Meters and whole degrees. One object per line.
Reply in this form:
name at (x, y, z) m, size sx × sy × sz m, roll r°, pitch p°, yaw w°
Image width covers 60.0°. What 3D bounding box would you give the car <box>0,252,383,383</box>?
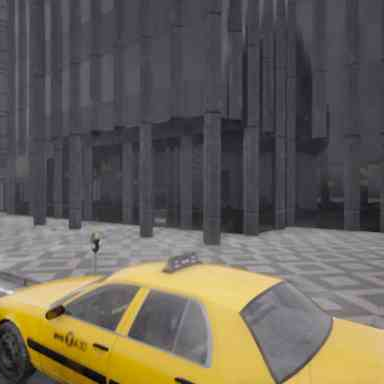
car at (-0.339, 1.447, 3.680) m, size 5.366 × 1.575 × 1.801 m, roll 0°, pitch 0°, yaw 35°
